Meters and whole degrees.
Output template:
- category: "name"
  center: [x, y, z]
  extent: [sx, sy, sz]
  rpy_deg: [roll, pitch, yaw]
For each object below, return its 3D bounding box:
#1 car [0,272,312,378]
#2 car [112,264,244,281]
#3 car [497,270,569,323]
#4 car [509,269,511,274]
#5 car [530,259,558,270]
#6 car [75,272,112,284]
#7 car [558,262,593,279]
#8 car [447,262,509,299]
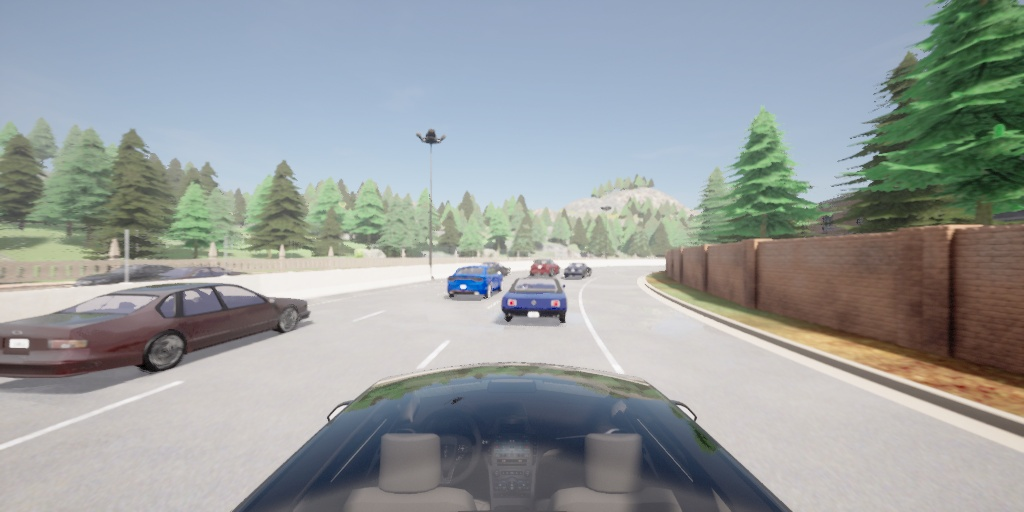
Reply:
- category: "car"
  center: [-6.629, 1.253, 7.461]
  extent: [2.033, 1.411, 5.357]
  rpy_deg: [0, 0, 4]
- category: "car"
  center: [-16.104, 1.241, 18.305]
  extent: [2.033, 1.411, 5.357]
  rpy_deg: [0, 0, 9]
- category: "car"
  center: [0.878, 1.338, 12.175]
  extent: [1.895, 1.301, 4.718]
  rpy_deg: [0, 0, 7]
- category: "car"
  center: [-1.749, 1.238, 31.745]
  extent: [2.033, 1.411, 5.357]
  rpy_deg: [0, 0, 19]
- category: "car"
  center: [3.305, 1.063, 35.093]
  extent: [2.097, 1.767, 4.553]
  rpy_deg: [0, 0, 21]
- category: "car"
  center: [-19.556, 1.166, 18.879]
  extent: [1.812, 1.442, 4.674]
  rpy_deg: [0, 0, 9]
- category: "car"
  center: [6.110, 1.277, 32.883]
  extent: [2.033, 1.411, 5.357]
  rpy_deg: [0, 0, 21]
- category: "car"
  center: [-1.698, 1.191, 18.038]
  extent: [1.882, 1.535, 5.008]
  rpy_deg: [0, 0, 10]
